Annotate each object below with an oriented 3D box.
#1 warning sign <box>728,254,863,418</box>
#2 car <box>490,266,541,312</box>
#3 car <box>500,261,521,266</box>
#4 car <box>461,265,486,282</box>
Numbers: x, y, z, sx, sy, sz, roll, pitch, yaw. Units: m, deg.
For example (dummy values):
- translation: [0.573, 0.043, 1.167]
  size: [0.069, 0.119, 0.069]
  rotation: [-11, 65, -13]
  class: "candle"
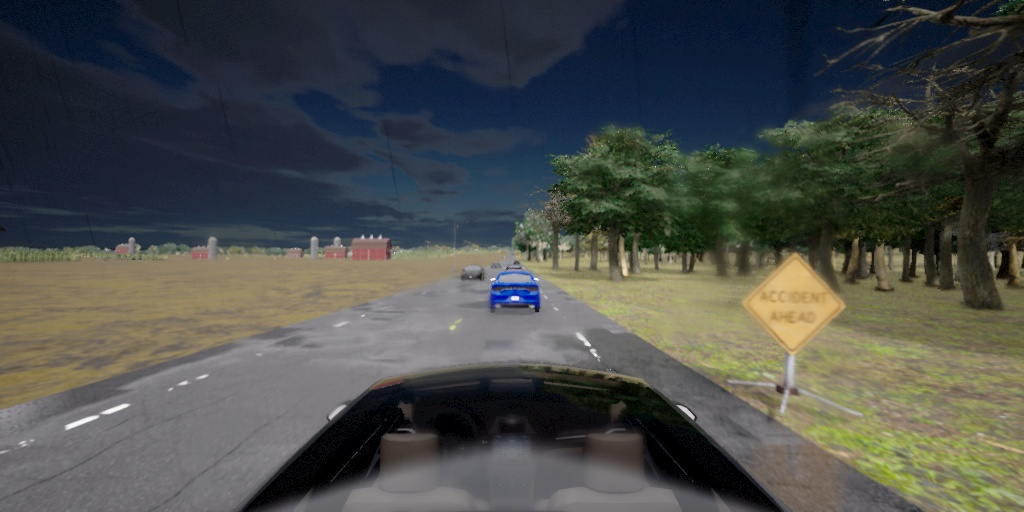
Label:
- translation: [3.555, 0.897, 4.623]
  size: [1.300, 1.860, 1.060]
  rotation: [0, 0, 0]
  class: "warning sign"
- translation: [0.125, 1.366, 15.063]
  size: [1.882, 1.535, 5.008]
  rotation: [0, -1, 0]
  class: "car"
- translation: [0.185, 1.559, 34.879]
  size: [2.128, 1.511, 4.902]
  rotation: [0, 0, 0]
  class: "car"
- translation: [-3.515, 1.530, 33.091]
  size: [1.882, 1.535, 5.008]
  rotation: [0, 0, 0]
  class: "car"
